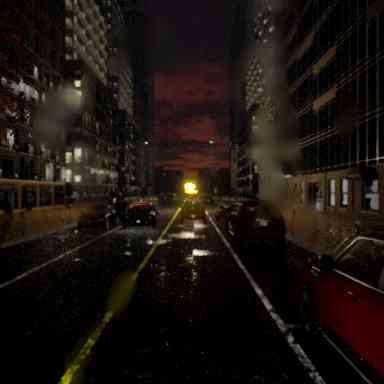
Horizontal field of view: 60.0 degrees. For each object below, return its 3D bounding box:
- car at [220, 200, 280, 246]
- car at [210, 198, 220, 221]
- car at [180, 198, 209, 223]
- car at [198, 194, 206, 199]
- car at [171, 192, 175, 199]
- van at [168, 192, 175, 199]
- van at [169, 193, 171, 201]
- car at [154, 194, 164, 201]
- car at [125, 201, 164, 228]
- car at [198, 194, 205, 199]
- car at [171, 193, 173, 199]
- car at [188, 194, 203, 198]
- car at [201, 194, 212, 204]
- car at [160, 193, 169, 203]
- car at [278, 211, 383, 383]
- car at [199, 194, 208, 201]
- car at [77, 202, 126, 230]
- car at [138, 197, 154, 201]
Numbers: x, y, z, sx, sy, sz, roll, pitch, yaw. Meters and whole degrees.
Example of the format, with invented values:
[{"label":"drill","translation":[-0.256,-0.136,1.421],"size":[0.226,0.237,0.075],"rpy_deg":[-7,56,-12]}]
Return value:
[{"label":"car","translation":[2.687,1.274,14.868],"size":[2.192,1.841,5.009],"rpy_deg":[0,0,0]},{"label":"car","translation":[2.681,1.450,26.422],"size":[1.752,1.417,4.829],"rpy_deg":[0,0,0]},{"label":"car","translation":[0.087,1.455,24.765],"size":[1.812,1.442,4.674],"rpy_deg":[0,0,0]},{"label":"car","translation":[2.651,1.285,88.865],"size":[1.802,1.307,4.206],"rpy_deg":[0,0,0]},{"label":"car","translation":[-5.729,1.143,88.874],"size":[1.967,1.590,4.097],"rpy_deg":[0,0,0]},{"label":"van","translation":[-5.731,1.022,94.567],"size":[1.690,1.788,3.998],"rpy_deg":[0,0,0]},{"label":"van","translation":[-5.718,1.131,66.106],"size":[1.690,1.788,3.998],"rpy_deg":[0,0,0]},{"label":"car","translation":[-5.711,1.400,49.030],"size":[2.008,1.369,4.403],"rpy_deg":[0,0,0]},{"label":"car","translation":[-3.110,1.504,21.216],"size":[1.994,1.385,4.181],"rpy_deg":[0,0,0]},{"label":"car","translation":[2.648,1.205,94.727],"size":[1.752,1.417,4.829],"rpy_deg":[0,0,0]},{"label":"car","translation":[-5.722,1.351,71.799],"size":[1.802,1.307,4.206],"rpy_deg":[0,0,0]},{"label":"car","translation":[0.081,1.382,41.517],"size":[1.837,1.490,4.892],"rpy_deg":[0,1,0]},{"label":"car","translation":[2.667,1.396,54.714],"size":[1.947,1.339,4.313],"rpy_deg":[0,0,0]},{"label":"car","translation":[-5.716,1.355,60.414],"size":[1.887,1.381,4.507],"rpy_deg":[0,0,0]},{"label":"car","translation":[2.693,1.306,3.484],"size":[2.192,1.841,5.009],"rpy_deg":[0,0,0]},{"label":"car","translation":[2.657,1.187,77.480],"size":[1.967,1.590,4.097],"rpy_deg":[0,0,0]},{"label":"car","translation":[-5.697,1.493,20.569],"size":[2.008,1.369,4.403],"rpy_deg":[0,0,0]},{"label":"car","translation":[-5.705,1.470,37.644],"size":[1.802,1.307,4.206],"rpy_deg":[0,0,0]}]
